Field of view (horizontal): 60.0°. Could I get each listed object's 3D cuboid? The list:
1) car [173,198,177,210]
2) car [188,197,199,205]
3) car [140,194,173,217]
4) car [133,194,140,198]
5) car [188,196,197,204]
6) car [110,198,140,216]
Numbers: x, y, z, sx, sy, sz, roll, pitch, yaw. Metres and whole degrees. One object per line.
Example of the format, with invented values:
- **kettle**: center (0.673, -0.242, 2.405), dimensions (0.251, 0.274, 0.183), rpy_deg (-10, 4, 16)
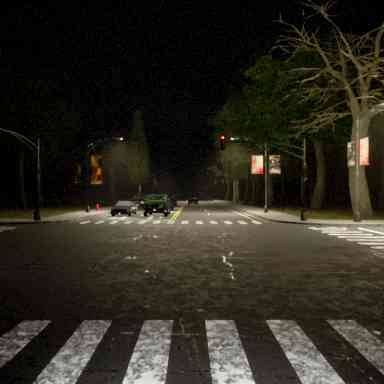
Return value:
- **car**: center (-3.262, 1.608, 41.496), dimensions (1.994, 1.385, 4.181), rpy_deg (0, 0, 1)
- **car**: center (0.221, 1.673, 62.231), dimensions (2.128, 1.511, 4.902), rpy_deg (0, 0, 0)
- **car**: center (-3.289, 1.240, 32.085), dimensions (2.150, 2.045, 5.566), rpy_deg (0, 0, 0)
- **car**: center (-6.518, 1.267, 42.823), dimensions (2.150, 2.045, 5.566), rpy_deg (0, 0, 0)
- **car**: center (0.190, 1.740, 72.598), dimensions (1.882, 1.535, 5.008), rpy_deg (0, 0, 0)
- **car**: center (-6.538, 1.567, 32.631), dimensions (2.033, 1.411, 5.357), rpy_deg (0, 0, 0)
